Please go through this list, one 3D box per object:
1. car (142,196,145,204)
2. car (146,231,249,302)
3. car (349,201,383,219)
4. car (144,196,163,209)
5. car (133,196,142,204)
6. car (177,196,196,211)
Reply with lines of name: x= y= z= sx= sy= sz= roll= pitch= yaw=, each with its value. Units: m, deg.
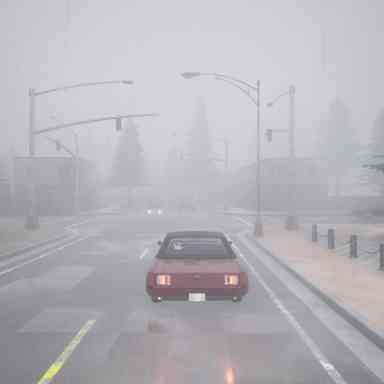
car: x=-6.319 y=1.470 z=52.153 sx=1.837 sy=1.490 sz=4.892 roll=0 pitch=0 yaw=-15
car: x=0.075 y=1.601 z=8.187 sx=1.895 sy=1.301 sz=4.718 roll=0 pitch=0 yaw=-1
car: x=15.775 y=1.476 z=27.844 sx=4.902 sy=1.511 sz=2.128 roll=0 pitch=0 yaw=2
car: x=-4.818 y=1.530 z=43.404 sx=1.994 sy=1.385 sz=4.181 roll=0 pitch=0 yaw=-6
car: x=-9.568 y=1.443 z=61.890 sx=1.882 sy=1.535 sz=5.008 roll=0 pitch=0 yaw=-23
car: x=-0.741 y=1.317 z=40.225 sx=2.097 sy=1.767 sz=4.553 roll=0 pitch=0 yaw=-3
